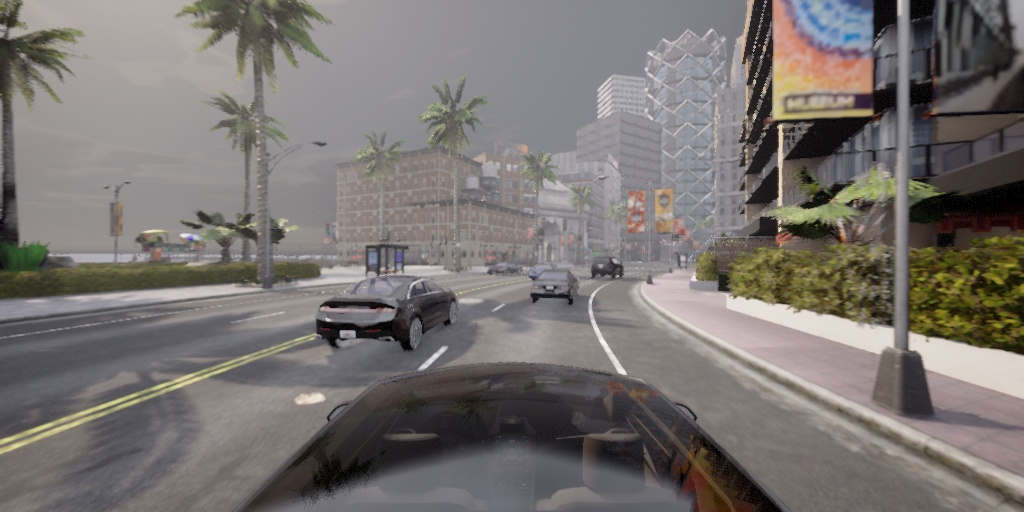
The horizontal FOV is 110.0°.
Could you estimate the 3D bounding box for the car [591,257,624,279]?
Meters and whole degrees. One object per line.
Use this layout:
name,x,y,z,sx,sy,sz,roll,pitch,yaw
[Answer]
car,9.225,1.087,34.517,2.150,2.045,5.566,0,0,28

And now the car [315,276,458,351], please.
car,-2.747,1.232,9.004,2.128,1.511,4.902,0,0,6

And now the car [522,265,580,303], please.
car,2.114,1.335,16.910,2.033,1.411,5.357,0,0,14

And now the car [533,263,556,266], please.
car,3.049,1.361,29.990,2.033,1.411,5.357,0,0,25

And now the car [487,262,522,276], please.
car,-0.668,1.346,38.737,2.033,1.411,5.357,0,0,28
